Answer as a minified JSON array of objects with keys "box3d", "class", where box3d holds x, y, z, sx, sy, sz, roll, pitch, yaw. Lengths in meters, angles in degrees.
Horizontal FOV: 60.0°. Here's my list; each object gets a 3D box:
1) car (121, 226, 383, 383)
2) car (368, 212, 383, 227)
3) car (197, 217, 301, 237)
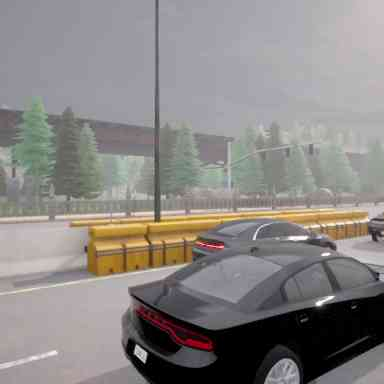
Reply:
[{"box3d":[1.494,1.477,4.812,5.008,1.535,1.882,0,0,-36],"class":"car"},{"box3d":[9.930,1.490,15.135,4.902,1.511,2.128,0,0,-36],"class":"car"},{"box3d":[2.263,1.504,9.663,4.892,1.490,1.837,0,0,-35],"class":"car"}]
